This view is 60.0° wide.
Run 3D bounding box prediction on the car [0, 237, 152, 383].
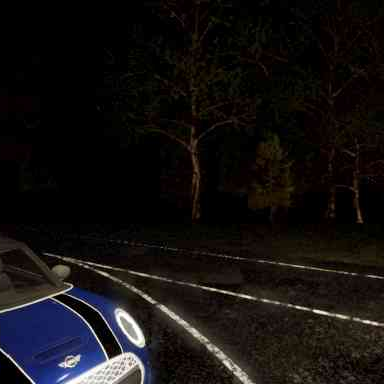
[{"bbox_3d":[-2.607,1.338,3.742,4.553,1.767,2.097,1,0,35],"label":"car"}]
